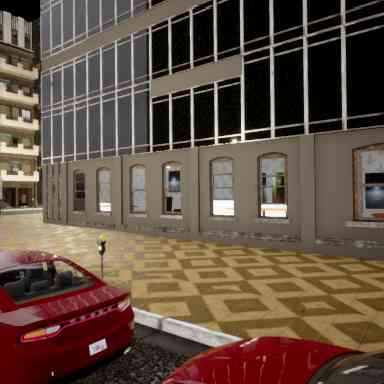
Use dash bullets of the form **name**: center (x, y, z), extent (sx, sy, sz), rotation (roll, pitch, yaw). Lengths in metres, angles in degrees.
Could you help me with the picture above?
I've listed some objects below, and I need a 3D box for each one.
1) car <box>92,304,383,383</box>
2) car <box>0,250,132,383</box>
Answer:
- **car**: center (1.738, 1.545, 1.645), extent (4.507, 1.381, 1.887), rotation (0, -1, 36)
- **car**: center (-2.832, 1.546, 4.912), extent (4.507, 1.381, 1.887), rotation (0, -1, 36)
